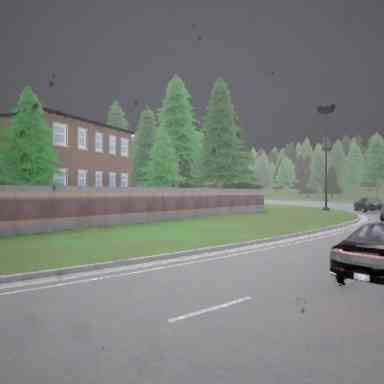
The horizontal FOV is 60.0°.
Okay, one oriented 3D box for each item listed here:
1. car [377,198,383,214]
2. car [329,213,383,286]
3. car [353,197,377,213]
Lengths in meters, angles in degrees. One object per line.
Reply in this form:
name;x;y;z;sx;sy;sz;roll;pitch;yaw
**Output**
car;15.489;1.352;25.141;2.097;1.767;4.553;0;0;32
car;5.245;1.492;8.291;4.902;1.511;2.128;0;0;-41
car;19.754;1.352;37.297;2.097;1.767;4.553;0;0;10
